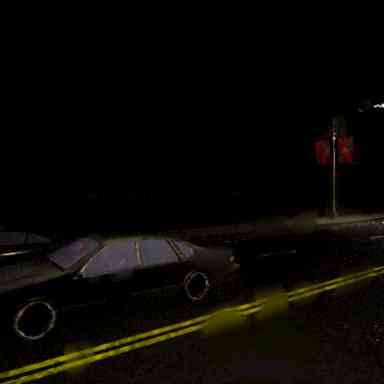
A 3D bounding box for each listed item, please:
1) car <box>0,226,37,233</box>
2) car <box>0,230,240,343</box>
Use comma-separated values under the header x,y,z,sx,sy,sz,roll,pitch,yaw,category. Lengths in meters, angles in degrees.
x,y,z,sx,sy,sz,roll,pitch,yaw,category
-4.866,1.560,8.197,4.181,1.385,1.994,0,0,-35,car
-1.490,1.531,6.614,5.357,1.411,2.033,0,0,-35,car
